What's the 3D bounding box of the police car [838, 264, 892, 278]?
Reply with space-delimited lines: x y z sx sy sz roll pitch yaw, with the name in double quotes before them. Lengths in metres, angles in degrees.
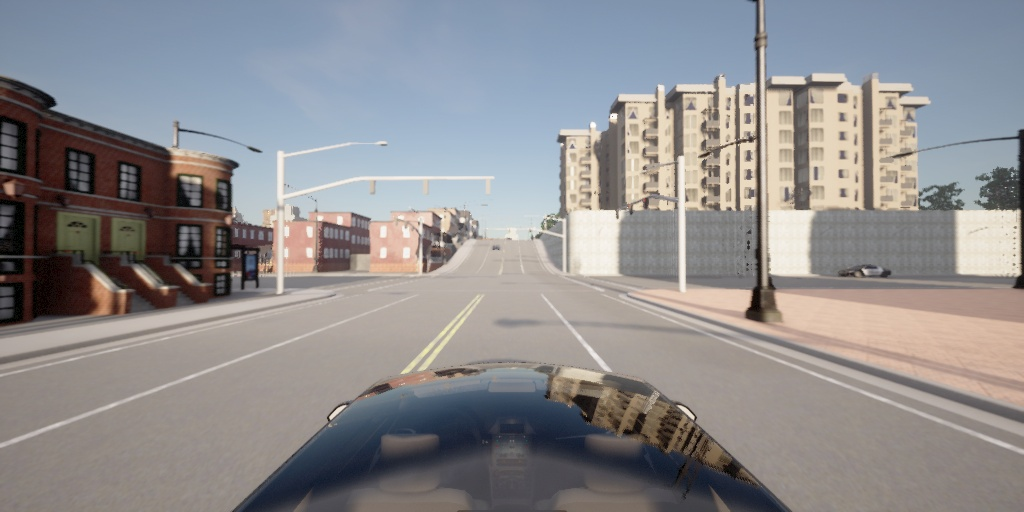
"police car" 41.027 1.778 41.906 4.974 1.542 2.038 0 -1 0
